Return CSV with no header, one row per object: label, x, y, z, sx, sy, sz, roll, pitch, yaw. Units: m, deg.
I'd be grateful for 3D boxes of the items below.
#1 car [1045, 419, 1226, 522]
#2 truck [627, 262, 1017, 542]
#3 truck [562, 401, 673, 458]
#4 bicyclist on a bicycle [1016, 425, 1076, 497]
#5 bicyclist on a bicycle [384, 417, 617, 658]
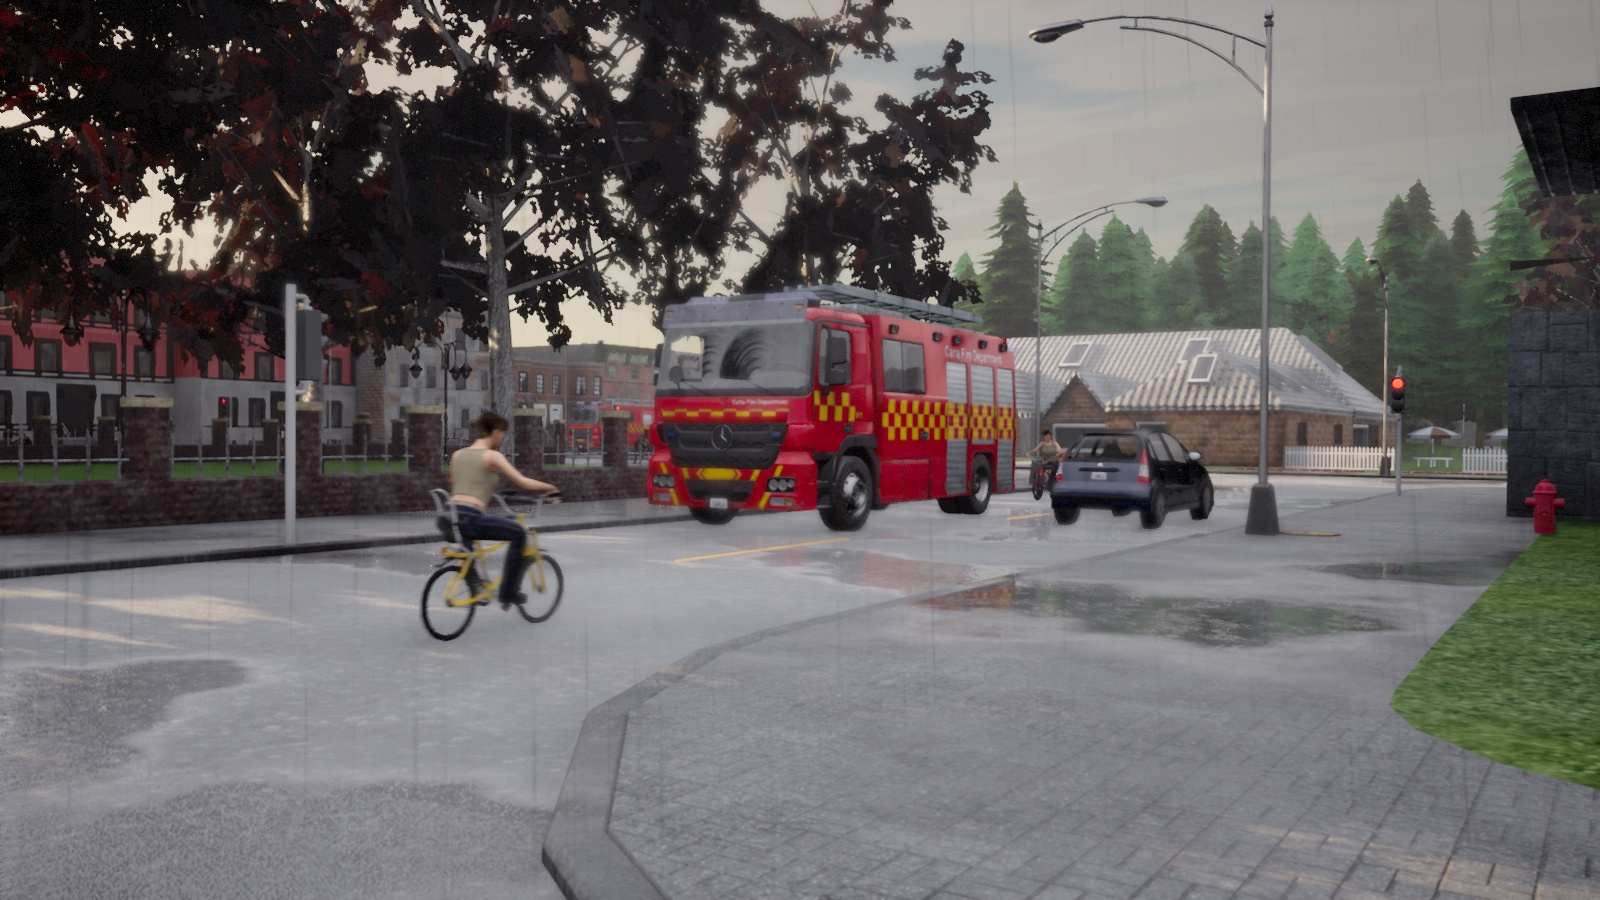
car,5.901,0.288,21.794,1.851,1.617,3.988,0,1,34
truck,0.844,-0.721,21.596,2.891,3.827,8.468,0,1,30
truck,-12.959,-1.465,89.891,2.891,3.827,8.468,0,1,33
bicyclist on a bicycle,5.651,0.238,28.813,0.866,1.612,1.509,0,1,32
bicyclist on a bicycle,-2.162,0.570,9.238,0.866,1.612,1.509,0,1,28
